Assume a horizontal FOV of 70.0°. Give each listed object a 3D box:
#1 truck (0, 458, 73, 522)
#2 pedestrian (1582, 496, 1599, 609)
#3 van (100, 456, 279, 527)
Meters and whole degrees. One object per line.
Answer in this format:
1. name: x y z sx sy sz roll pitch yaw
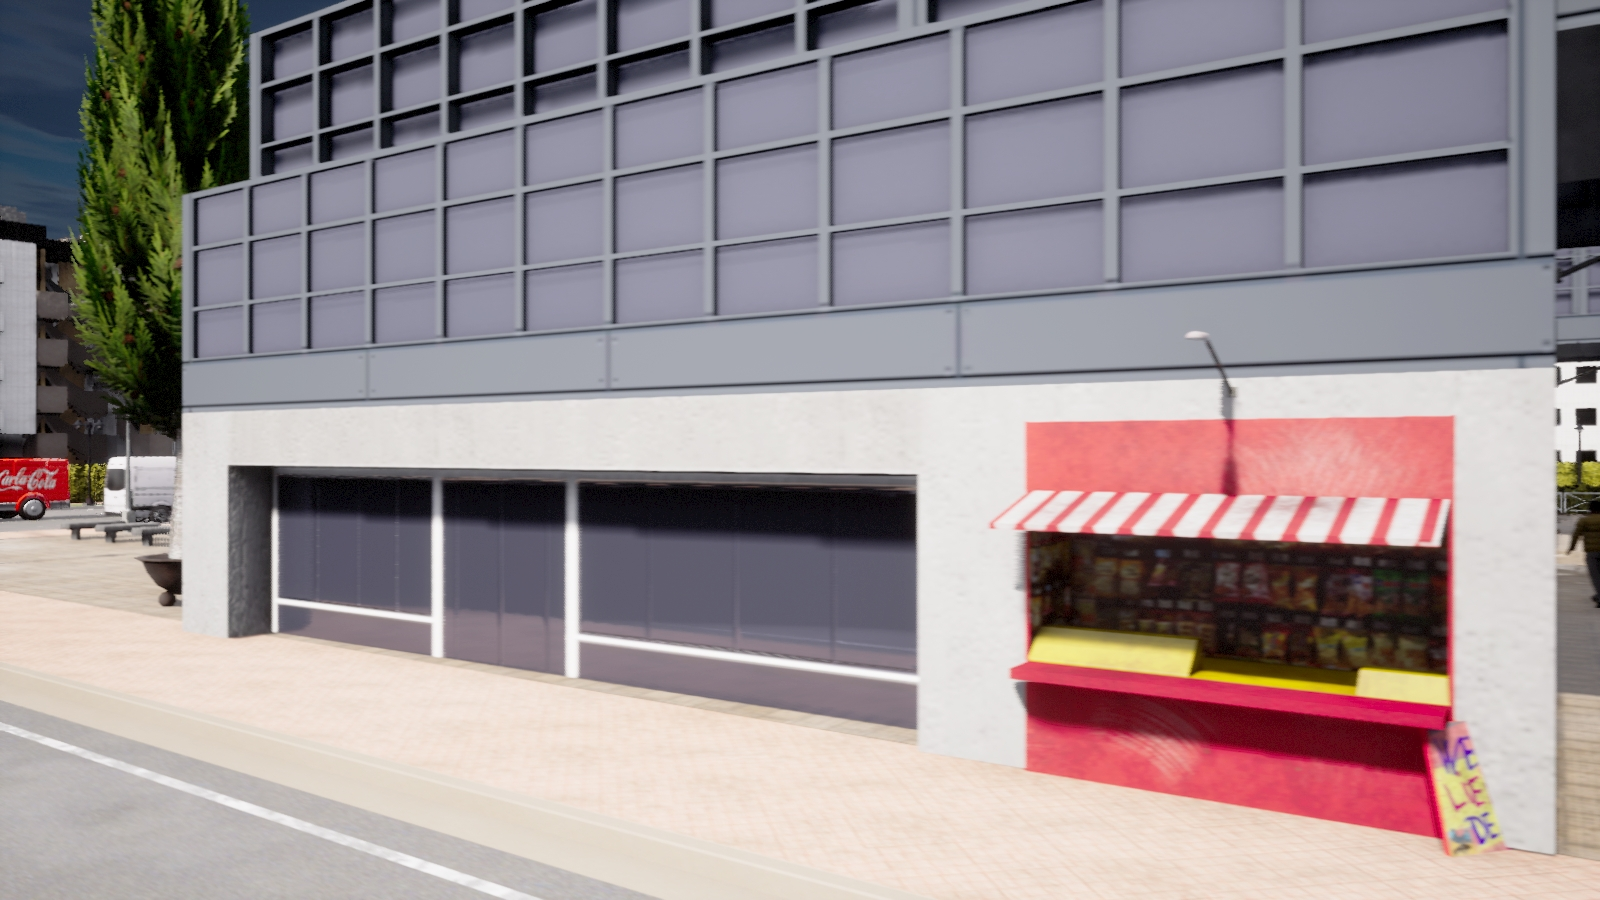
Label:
1. truck: -31.993 1.566 44.854 2.627 2.467 5.204 0 0 33
2. pedestrian: 13.273 1.701 19.019 0.375 1.860 0.375 0 0 25
3. van: -23.759 1.533 44.748 1.988 2.561 5.915 0 0 35
